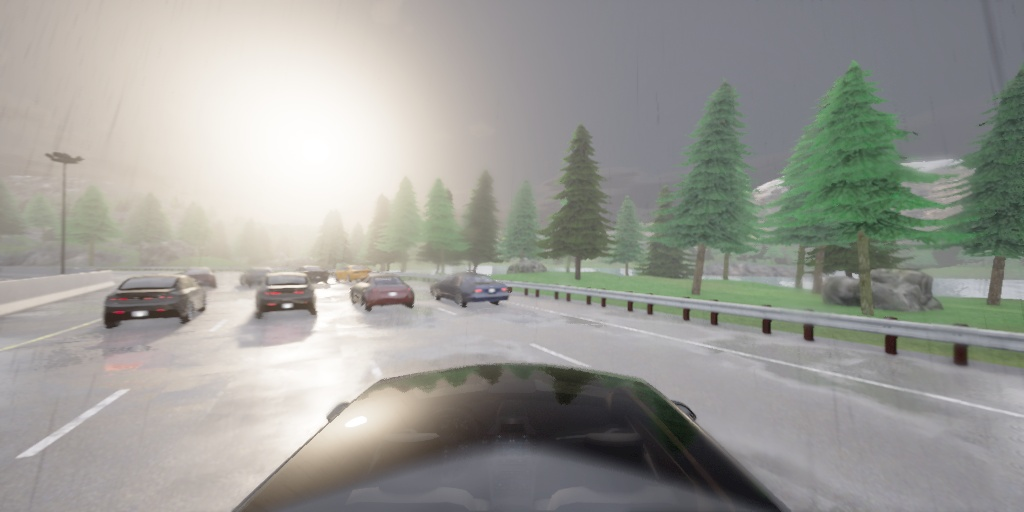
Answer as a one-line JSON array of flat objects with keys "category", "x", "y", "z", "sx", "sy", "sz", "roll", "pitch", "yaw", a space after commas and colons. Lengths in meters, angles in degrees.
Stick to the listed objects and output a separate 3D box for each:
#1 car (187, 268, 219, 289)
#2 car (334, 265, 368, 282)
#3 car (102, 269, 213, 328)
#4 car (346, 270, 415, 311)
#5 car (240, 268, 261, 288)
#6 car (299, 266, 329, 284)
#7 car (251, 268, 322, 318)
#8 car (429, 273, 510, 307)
[{"category": "car", "x": -21.866, "y": 1.521, "z": 24.954, "sx": 1.812, "sy": 1.442, "sz": 4.674, "roll": 1, "pitch": -1, "yaw": -45}, {"category": "car", "x": -14.350, "y": 1.568, "z": 32.268, "sx": 1.882, "sy": 1.535, "sz": 5.008, "roll": 1, "pitch": -1, "yaw": -45}, {"category": "car", "x": -11.710, "y": 1.364, "z": 12.055, "sx": 1.837, "sy": 1.490, "sz": 4.892, "roll": 1, "pitch": 0, "yaw": -33}, {"category": "car", "x": -5.755, "y": 1.472, "z": 15.717, "sx": 1.994, "sy": 1.385, "sz": 4.181, "roll": 1, "pitch": -1, "yaw": -33}, {"category": "car", "x": -19.003, "y": 1.588, "z": 27.032, "sx": 1.994, "sy": 1.385, "sz": 4.181, "roll": 1, "pitch": -1, "yaw": -45}, {"category": "car", "x": -16.939, "y": 1.537, "z": 29.911, "sx": 1.882, "sy": 1.535, "sz": 5.008, "roll": 1, "pitch": -1, "yaw": -45}, {"category": "car", "x": -8.705, "y": 1.389, "z": 13.848, "sx": 1.837, "sy": 1.490, "sz": 4.892, "roll": 1, "pitch": 0, "yaw": -33}, {"category": "car", "x": -2.149, "y": 1.470, "z": 16.625, "sx": 2.033, "sy": 1.411, "sz": 5.357, "roll": 0, "pitch": -1, "yaw": -32}]
